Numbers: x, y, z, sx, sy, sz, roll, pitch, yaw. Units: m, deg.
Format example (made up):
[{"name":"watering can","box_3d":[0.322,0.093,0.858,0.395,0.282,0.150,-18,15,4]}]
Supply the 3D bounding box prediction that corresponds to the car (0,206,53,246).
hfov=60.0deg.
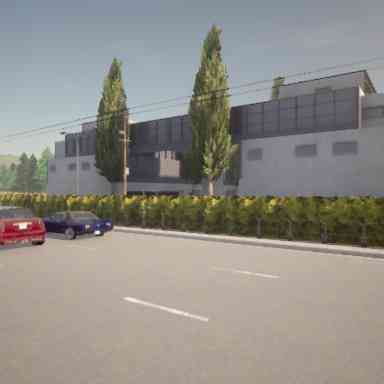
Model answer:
[{"name":"car","box_3d":[-8.244,1.363,14.049,4.553,1.767,2.097,0,0,36]}]

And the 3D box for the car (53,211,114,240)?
[{"name":"car","box_3d":[-6.260,1.614,16.933,4.718,1.301,1.895,0,0,36]}]
